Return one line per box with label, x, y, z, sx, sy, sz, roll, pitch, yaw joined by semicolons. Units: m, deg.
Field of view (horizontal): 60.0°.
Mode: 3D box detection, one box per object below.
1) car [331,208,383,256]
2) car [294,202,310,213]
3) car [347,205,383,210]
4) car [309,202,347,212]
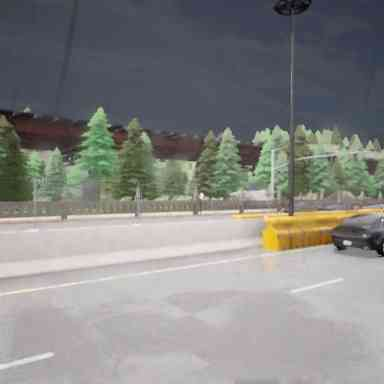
car;7.701;1.638;13.656;4.892;1.490;1.837;0;0;-35
car;11.285;1.776;33.419;4.892;1.490;1.837;1;-1;-35
car;15.270;1.789;27.665;4.674;1.442;1.812;1;0;-35
car;13.565;1.813;30.744;5.357;1.411;2.033;1;0;-35
